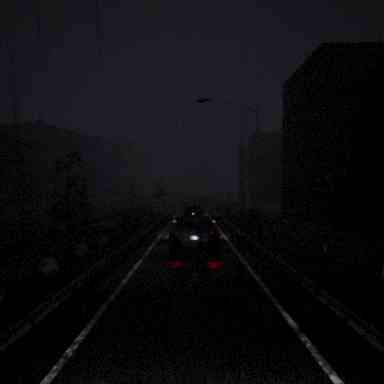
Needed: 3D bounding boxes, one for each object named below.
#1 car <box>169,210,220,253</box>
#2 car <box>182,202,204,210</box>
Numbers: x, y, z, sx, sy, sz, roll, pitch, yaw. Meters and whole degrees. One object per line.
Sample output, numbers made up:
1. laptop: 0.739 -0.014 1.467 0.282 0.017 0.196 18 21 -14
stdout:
1. car: 0.099 1.683 14.238 1.994 1.385 4.181 0 0 0
2. car: 0.112 1.776 32.712 1.837 1.490 4.892 0 -1 0
